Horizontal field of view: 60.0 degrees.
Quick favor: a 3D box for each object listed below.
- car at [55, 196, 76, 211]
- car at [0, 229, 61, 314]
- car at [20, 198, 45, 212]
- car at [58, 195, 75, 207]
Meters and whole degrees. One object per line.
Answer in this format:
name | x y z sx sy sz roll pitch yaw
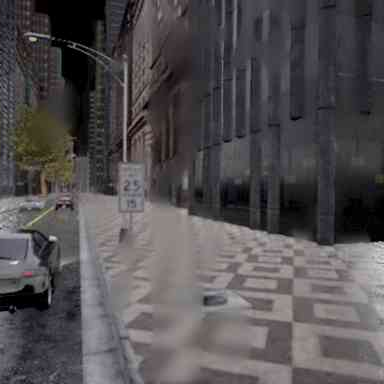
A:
car | -14.094 1.238 36.878 1.837 1.490 4.892 1 0 -19
car | -4.030 1.498 7.326 1.994 1.385 4.181 1 0 -19
car | -16.680 1.311 34.841 1.895 1.301 4.718 1 0 -18
car | -17.518 1.224 46.713 2.033 1.411 5.357 1 0 -19
